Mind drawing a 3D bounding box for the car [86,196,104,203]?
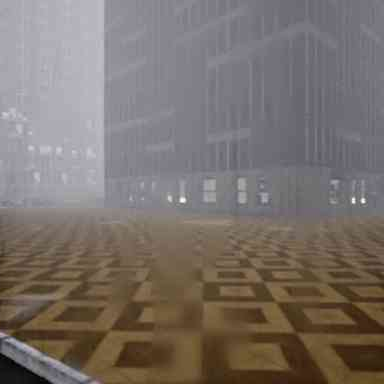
[{"bbox_3d":[-18.824,1.616,65.639,4.206,1.307,1.802,-1,1,-43],"label":"car"}]

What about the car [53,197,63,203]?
[{"bbox_3d":[-28.689,1.636,67.920,4.507,1.381,1.887,-1,1,-43],"label":"car"}]

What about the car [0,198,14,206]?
[{"bbox_3d":[-31.235,1.602,53.924,4.097,1.590,1.967,-1,1,-43],"label":"car"}]

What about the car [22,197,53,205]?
[{"bbox_3d":[-27.108,1.685,57.841,4.313,1.339,1.947,-1,1,-43],"label":"car"}]

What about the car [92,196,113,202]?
[{"bbox_3d":[-20.354,1.572,75.662,4.313,1.339,1.947,-1,1,-43],"label":"car"}]
